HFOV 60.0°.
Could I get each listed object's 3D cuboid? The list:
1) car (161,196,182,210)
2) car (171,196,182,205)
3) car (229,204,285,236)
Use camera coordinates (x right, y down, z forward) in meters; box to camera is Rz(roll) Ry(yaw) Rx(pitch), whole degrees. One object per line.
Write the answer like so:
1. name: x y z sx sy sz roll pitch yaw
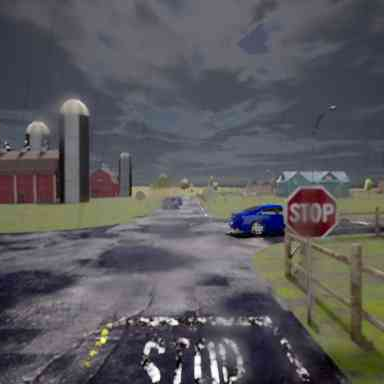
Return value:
1. car: -2.814 1.384 43.577 2.097 1.767 4.553 0 0 0
2. car: -2.770 1.523 60.342 1.882 1.535 5.008 0 0 1
3. car: 4.475 1.404 17.868 5.008 1.535 1.882 -1 1 -12
